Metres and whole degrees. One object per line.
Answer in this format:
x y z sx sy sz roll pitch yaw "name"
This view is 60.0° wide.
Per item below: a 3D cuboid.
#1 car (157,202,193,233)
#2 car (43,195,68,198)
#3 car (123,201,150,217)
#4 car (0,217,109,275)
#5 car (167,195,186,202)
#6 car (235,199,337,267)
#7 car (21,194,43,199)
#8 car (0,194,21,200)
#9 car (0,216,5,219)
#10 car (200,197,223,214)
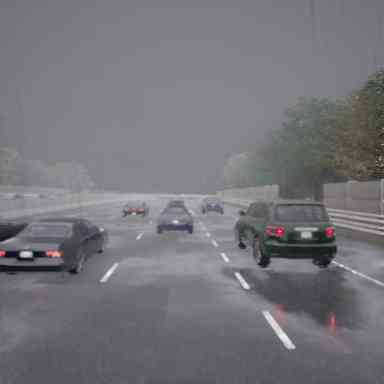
-0.954 1.526 19.313 1.994 1.385 4.181 1 0 -3 "car"
-19.920 1.115 50.163 2.033 1.411 5.357 1 0 -2 "car"
-4.814 1.463 29.323 1.895 1.301 4.718 1 0 -3 "car"
-3.942 1.479 10.188 2.033 1.411 5.357 1 0 -3 "car"
-1.806 1.379 38.040 1.837 1.490 4.892 1 0 -3 "car"
2.998 1.262 11.758 2.150 2.045 5.566 1 0 -3 "car"
-23.424 1.038 50.119 1.812 1.442 4.674 1 0 -2 "car"
-26.912 0.982 49.855 1.812 1.442 4.674 1 0 -2 "car"
-7.527 1.473 11.966 1.895 1.301 4.718 1 0 -3 "car"
1.964 1.301 34.433 2.097 1.767 4.553 1 0 -3 "car"
